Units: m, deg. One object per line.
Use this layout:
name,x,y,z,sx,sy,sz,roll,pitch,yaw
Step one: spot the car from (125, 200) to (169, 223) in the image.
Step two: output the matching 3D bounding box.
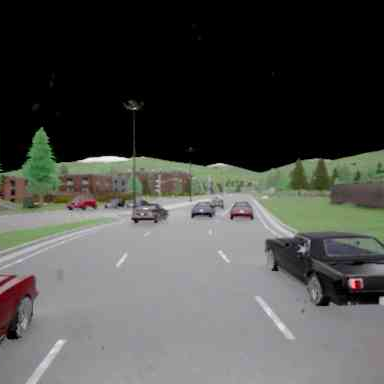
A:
car,-3.196,1.646,26.182,2.033,1.411,5.357,-1,0,8

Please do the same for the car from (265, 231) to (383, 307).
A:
car,3.203,1.577,7.889,1.895,1.301,4.718,-1,0,-4

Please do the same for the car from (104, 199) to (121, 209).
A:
car,-11.290,1.769,49.177,2.128,1.511,4.902,-1,0,9

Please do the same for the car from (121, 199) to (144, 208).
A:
car,-7.947,1.701,47.977,2.128,1.511,4.902,-1,0,10

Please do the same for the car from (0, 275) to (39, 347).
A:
car,-3.384,1.653,3.631,1.895,1.301,4.718,-1,0,-6

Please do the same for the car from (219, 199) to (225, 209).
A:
car,3.531,1.604,46.160,2.033,1.411,5.357,-1,0,7

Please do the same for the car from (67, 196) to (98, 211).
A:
car,-15.284,1.523,46.680,2.150,2.045,5.566,-1,0,10

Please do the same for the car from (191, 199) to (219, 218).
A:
car,1.143,1.618,31.280,1.994,1.385,4.181,-1,0,9

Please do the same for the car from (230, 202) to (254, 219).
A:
car,4.388,1.572,29.353,1.994,1.385,4.181,-1,0,8
